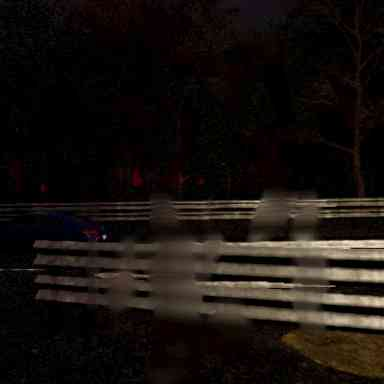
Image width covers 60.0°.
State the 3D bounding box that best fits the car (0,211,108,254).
[{"bbox_3d":[-5.204,1.380,11.111,4.674,1.442,1.812,-1,3,3],"label":"car"}]
